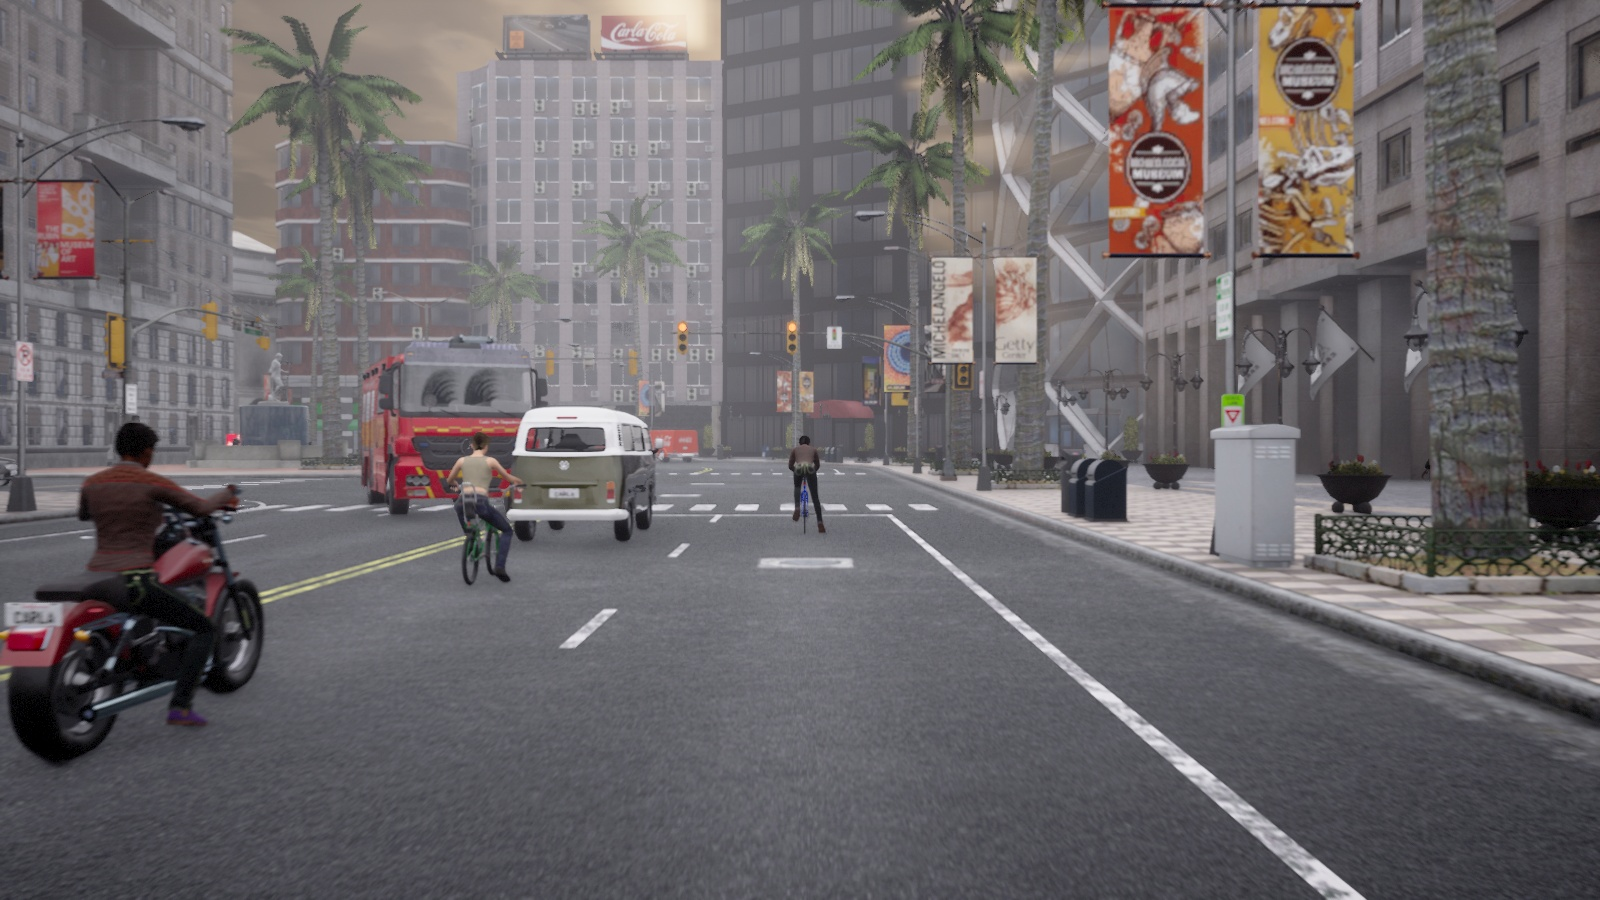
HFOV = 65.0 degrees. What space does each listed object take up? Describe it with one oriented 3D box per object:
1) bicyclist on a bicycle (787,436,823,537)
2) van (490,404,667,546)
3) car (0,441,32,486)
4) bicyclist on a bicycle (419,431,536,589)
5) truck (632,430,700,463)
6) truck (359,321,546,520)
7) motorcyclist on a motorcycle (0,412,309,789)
[{"bbox_3d":[0.079,0.581,20.942,0.582,1.620,1.656,0,0,0],"label":"bicyclist on a bicycle"},{"bbox_3d":[-3.417,0.353,20.273,2.069,2.038,4.480,0,0,0],"label":"van"},{"bbox_3d":[-29.234,0.439,42.749,4.902,1.511,2.128,0,0,0],"label":"car"},{"bbox_3d":[-3.445,0.604,13.541,0.866,1.612,1.509,0,0,0],"label":"bicyclist on a bicycle"},{"bbox_3d":[-10.201,-0.285,95.173,2.627,2.467,5.204,0,0,-41],"label":"truck"},{"bbox_3d":[-8.149,-0.585,28.565,2.891,3.827,8.468,0,0,-24],"label":"truck"},{"bbox_3d":[-3.460,0.657,6.681,0.766,1.649,2.350,0,0,0],"label":"motorcyclist on a motorcycle"}]
